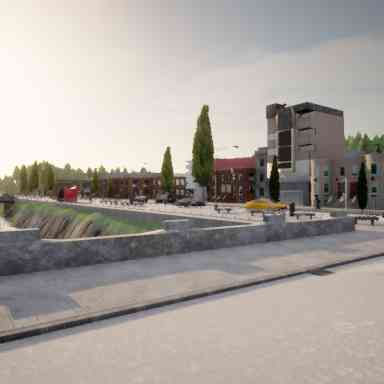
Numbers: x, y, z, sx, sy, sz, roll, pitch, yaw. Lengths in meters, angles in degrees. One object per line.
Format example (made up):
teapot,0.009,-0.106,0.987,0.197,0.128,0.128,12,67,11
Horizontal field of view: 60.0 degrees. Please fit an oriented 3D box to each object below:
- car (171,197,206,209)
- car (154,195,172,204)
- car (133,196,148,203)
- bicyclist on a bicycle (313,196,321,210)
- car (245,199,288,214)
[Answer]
car,-0.267,1.547,46.578,2.033,1.411,5.357,0,0,-35
car,-5.044,1.352,60.515,2.097,1.767,4.553,0,0,-36
car,-10.772,1.526,68.555,1.812,1.442,4.674,0,0,-36
bicyclist on a bicycle,14.931,1.349,39.684,1.656,1.620,0.582,0,0,-35
car,7.831,1.477,35.177,1.882,1.535,5.008,0,0,-35
